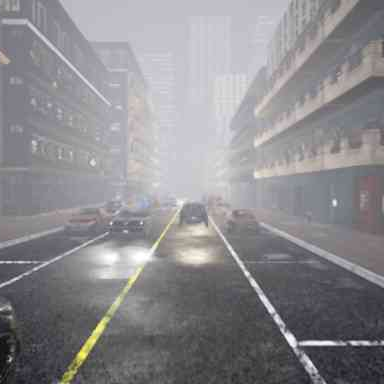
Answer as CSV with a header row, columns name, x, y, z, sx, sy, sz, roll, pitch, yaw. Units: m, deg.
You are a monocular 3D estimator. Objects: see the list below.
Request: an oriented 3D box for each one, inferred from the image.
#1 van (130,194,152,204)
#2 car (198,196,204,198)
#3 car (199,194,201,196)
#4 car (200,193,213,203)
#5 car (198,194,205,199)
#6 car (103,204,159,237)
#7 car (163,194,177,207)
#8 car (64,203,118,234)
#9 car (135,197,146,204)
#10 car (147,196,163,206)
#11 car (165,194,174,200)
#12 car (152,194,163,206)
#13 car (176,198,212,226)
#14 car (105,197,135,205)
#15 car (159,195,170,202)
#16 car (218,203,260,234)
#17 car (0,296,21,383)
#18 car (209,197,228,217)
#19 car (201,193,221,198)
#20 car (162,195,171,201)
name,x,y,z,sx,sy,sz,roll,pitch,yaw
van,-5.680,1.238,35.398,1.690,1.788,3.998,-1,0,0
car,0.087,1.452,38.296,1.994,1.385,4.181,0,0,0
car,2.662,1.163,52.179,2.192,1.841,5.009,-1,0,0
car,2.659,1.131,63.383,2.192,1.841,5.009,-1,0,0
car,2.653,1.263,91.563,1.752,1.417,4.829,-1,0,0
car,-3.106,1.548,17.858,1.895,1.301,4.718,0,0,0
car,-3.095,1.410,47.139,2.033,1.411,5.357,0,0,0
car,-5.672,1.527,18.593,1.802,1.307,4.206,-1,0,0
car,-5.676,1.464,29.797,2.008,1.369,4.403,-1,0,0
car,-5.723,1.399,52.205,2.008,1.369,4.403,-1,0,0
car,-5.725,1.305,85.818,2.008,1.369,4.403,-1,0,0
car,-5.707,1.179,46.602,2.192,1.841,5.009,-1,0,0
car,0.101,1.411,22.575,1.882,1.535,5.008,0,0,0
car,-5.675,1.369,24.195,1.967,1.590,4.097,-1,0,0
car,-5.720,1.383,69.011,1.802,1.307,4.206,-1,0,0
car,2.676,1.527,18.567,1.802,1.307,4.206,-1,0,0
car,-3.096,1.558,2.390,1.994,1.385,4.181,0,0,0
car,2.671,1.437,29.941,1.752,1.417,4.829,-1,0,0
car,2.665,1.195,40.974,2.192,1.841,5.009,-1,0,0
car,-5.722,1.367,74.613,1.802,1.307,4.206,-1,0,0
